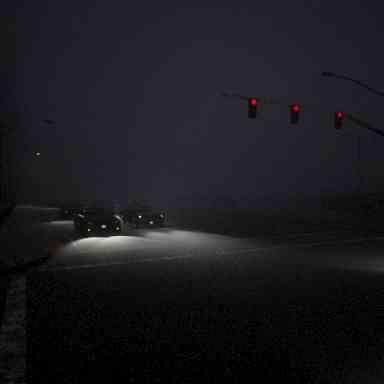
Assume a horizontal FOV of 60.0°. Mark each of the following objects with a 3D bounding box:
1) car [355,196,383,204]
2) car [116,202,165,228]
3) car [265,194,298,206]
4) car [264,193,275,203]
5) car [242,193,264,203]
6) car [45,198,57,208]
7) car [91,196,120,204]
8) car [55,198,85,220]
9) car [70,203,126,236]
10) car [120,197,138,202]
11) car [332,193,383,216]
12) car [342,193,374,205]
[{"bbox_3d":[30.862,1.362,58.051,1.784,1.438,3.905,0,0,-27],"label":"car"},{"bbox_3d":[-3.515,1.601,22.708,1.895,1.301,4.718,0,0,-27],"label":"car"},{"bbox_3d":[13.165,1.394,49.183,1.970,1.475,3.806,0,0,-27],"label":"car"},{"bbox_3d":[14.167,1.362,66.563,1.784,1.438,3.905,0,0,-27],"label":"car"},{"bbox_3d":[11.577,1.394,65.270,1.970,1.475,3.806,0,0,-27],"label":"car"},{"bbox_3d":[-20.443,1.547,48.722,2.033,1.411,5.357,0,0,-26],"label":"car"},{"bbox_3d":[-9.282,1.492,34.160,2.128,1.511,4.902,0,0,-27],"label":"car"},{"bbox_3d":[-10.193,1.525,28.213,1.812,1.442,4.674,0,0,-27],"label":"car"},{"bbox_3d":[-5.341,1.564,18.553,1.994,1.385,4.181,0,0,-27],"label":"car"},{"bbox_3d":[-9.482,1.525,50.433,1.812,1.442,4.674,0,0,-26],"label":"car"},{"bbox_3d":[15.937,1.152,31.103,1.932,1.855,4.605,0,0,-27],"label":"car"},{"bbox_3d":[28.242,1.152,56.814,1.932,1.855,4.605,0,0,-27],"label":"car"}]
